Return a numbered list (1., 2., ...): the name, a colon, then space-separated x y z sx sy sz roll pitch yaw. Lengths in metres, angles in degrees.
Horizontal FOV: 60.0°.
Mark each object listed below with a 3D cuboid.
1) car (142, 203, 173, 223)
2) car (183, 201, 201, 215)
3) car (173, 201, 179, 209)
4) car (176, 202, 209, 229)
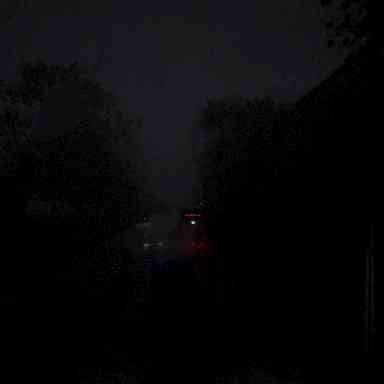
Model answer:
1. car: -2.903 1.762 27.384 1.994 1.385 4.181 0 -1 0
2. car: -0.021 1.926 40.936 2.128 1.511 4.902 0 -1 0
3. car: -3.092 2.685 68.834 1.882 1.535 5.008 0 -2 0
4. car: 0.062 1.643 22.813 1.837 1.490 4.892 0 -1 0
